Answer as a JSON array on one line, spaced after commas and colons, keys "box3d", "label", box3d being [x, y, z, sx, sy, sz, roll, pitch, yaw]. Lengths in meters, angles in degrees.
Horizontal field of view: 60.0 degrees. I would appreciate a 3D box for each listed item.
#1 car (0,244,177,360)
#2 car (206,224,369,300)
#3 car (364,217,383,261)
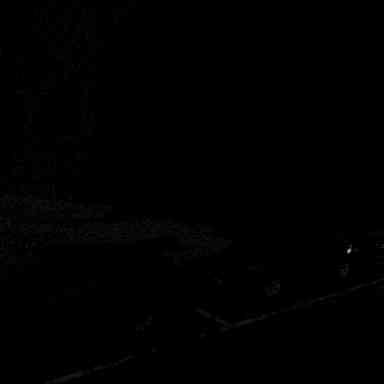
[{"box3d": [-2.262, 1.568, 5.143, 4.313, 1.339, 1.947, 0, 0, -36], "label": "car"}, {"box3d": [2.354, 1.583, 8.440, 4.313, 1.339, 1.947, 0, 0, -36], "label": "car"}, {"box3d": [6.970, 1.576, 11.737, 4.507, 1.381, 1.887, 0, 0, -36], "label": "car"}]
